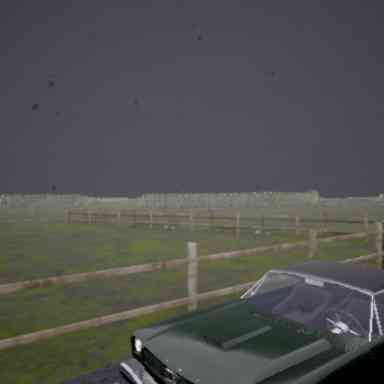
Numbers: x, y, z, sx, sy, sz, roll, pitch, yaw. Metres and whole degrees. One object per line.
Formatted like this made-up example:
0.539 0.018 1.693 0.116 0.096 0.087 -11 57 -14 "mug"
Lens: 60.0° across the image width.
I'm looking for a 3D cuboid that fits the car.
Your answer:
1.590 1.652 4.119 4.718 1.301 1.895 0 -1 -37 "car"
